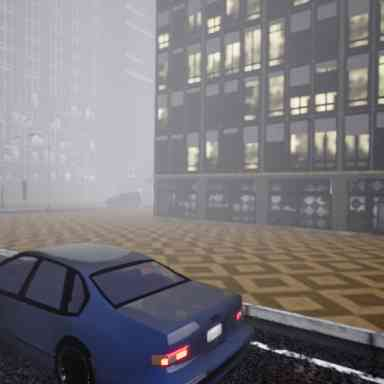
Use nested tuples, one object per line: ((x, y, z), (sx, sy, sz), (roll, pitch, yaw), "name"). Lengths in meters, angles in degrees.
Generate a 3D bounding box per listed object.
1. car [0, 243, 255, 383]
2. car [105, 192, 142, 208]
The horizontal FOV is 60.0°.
((-1.808, 1.516, 4.973), (5.357, 1.411, 2.033), (0, 0, 36), "car")
((-9.576, 1.093, 46.901), (2.150, 2.045, 5.566), (1, 1, 36), "car")
